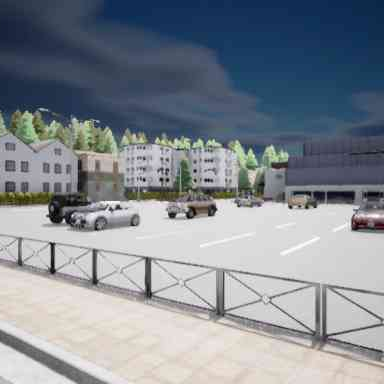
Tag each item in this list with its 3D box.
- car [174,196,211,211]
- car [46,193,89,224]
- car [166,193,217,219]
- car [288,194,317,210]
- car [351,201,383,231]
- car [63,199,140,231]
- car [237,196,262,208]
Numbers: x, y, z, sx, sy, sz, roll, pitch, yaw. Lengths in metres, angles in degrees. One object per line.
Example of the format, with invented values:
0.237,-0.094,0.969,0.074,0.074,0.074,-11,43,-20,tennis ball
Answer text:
0.168,1.250,37.692,2.007,1.523,4.514,0,0,35,car
-7.140,1.026,20.970,1.905,1.878,3.866,0,0,35,car
0.078,1.047,25.510,1.932,1.855,4.605,0,0,35,car
12.654,1.105,37.915,2.152,1.636,5.027,0,0,35,car
9.852,1.245,17.755,2.007,1.523,4.514,0,0,35,car
-4.774,1.309,18.556,1.970,1.475,3.806,0,0,35,car
7.222,1.184,41.346,1.970,1.475,3.806,0,0,35,car
